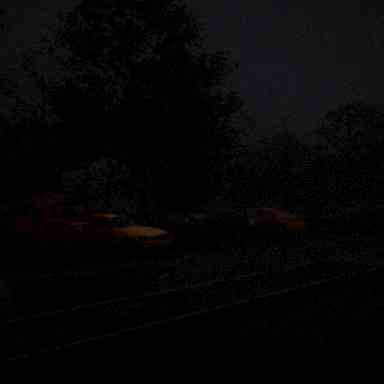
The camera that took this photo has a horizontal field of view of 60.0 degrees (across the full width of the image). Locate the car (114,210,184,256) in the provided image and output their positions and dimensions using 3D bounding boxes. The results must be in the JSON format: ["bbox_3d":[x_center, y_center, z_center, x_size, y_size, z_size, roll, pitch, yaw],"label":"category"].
[{"bbox_3d":[-3.161,1.550,13.626,5.366,1.575,1.946,-1,-1,34],"label":"car"}]

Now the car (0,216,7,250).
[{"bbox_3d":[-8.127,1.529,10.253,4.792,1.488,2.163,-1,-1,35],"label":"car"}]

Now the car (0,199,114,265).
[{"bbox_3d":[-5.757,1.276,12.012,5.566,2.045,2.435,-1,-1,34],"label":"car"}]

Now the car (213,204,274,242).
[{"bbox_3d":[1.516,1.484,17.194,4.553,1.767,2.185,-1,-1,34],"label":"car"}]

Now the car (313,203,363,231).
[{"bbox_3d":[8.600,1.722,22.525,4.792,1.488,2.163,-1,-1,33],"label":"car"}]

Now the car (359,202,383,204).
[{"bbox_3d":[13.340,1.747,26.103,5.008,1.535,2.097,-1,-1,33],"label":"car"}]

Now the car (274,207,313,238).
[{"bbox_3d":[3.886,1.637,18.959,5.008,1.535,2.097,-1,-1,34],"label":"car"}]

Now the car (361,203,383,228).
[{"bbox_3d":[11.019,1.749,24.290,4.792,1.488,2.163,-1,-1,33],"label":"car"}]

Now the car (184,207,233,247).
[{"bbox_3d":[-0.906,1.583,15.460,4.892,1.521,2.231,-1,-1,34],"label":"car"}]
